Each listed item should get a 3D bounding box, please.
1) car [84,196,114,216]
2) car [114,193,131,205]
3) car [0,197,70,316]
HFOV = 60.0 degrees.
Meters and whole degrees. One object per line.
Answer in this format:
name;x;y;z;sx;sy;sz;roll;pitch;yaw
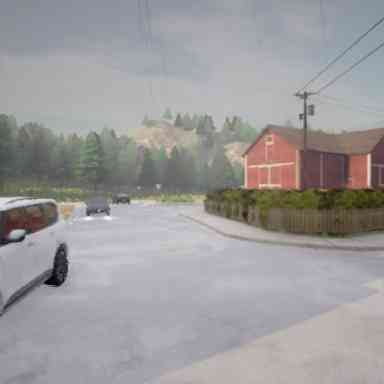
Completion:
car;-7.856;1.160;27.863;1.837;1.490;4.892;0;1;-17
car;-9.694;0.917;45.285;1.882;1.535;5.008;0;1;-23
car;-3.938;1.148;6.038;2.150;2.045;5.566;0;1;-4
